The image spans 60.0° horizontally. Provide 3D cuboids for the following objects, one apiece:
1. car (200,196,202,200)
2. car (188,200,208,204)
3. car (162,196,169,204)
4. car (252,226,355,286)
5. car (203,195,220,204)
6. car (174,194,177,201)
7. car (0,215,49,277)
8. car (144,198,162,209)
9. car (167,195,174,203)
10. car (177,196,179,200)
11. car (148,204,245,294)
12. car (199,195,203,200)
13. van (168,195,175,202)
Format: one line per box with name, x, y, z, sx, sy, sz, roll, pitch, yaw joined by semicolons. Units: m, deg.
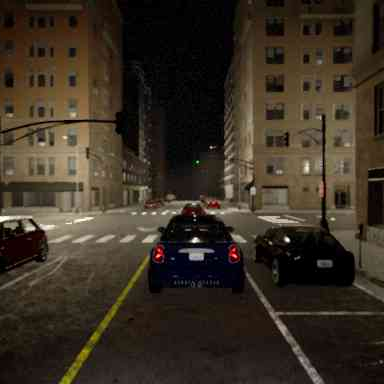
car;2.920;1.684;57.134;2.008;1.369;4.403;0;0;0
car;0.104;1.680;29.245;1.994;1.385;4.181;0;0;0
car;-5.605;1.684;57.148;2.008;1.369;4.403;0;0;0
car;2.857;1.579;9.226;1.947;1.339;4.313;0;0;0
car;2.898;1.539;46.316;1.967;1.590;4.097;0;0;0
car;-5.553;1.570;84.191;2.192;1.841;5.009;0;0;0
car;-5.668;1.453;9.228;1.967;1.590;4.097;0;0;0
car;-5.627;1.680;46.331;1.802;1.307;4.206;0;0;0
car;-5.574;1.725;73.203;1.752;1.417;4.829;0;0;0
car;-5.530;1.843;94.837;1.752;1.417;4.829;0;0;0
car;0.097;1.364;9.016;2.097;1.767;4.553;0;0;0
car;2.940;1.616;67.952;1.967;1.590;4.097;0;0;0
van;-5.542;1.627;89.600;1.690;1.788;3.998;0;0;0
